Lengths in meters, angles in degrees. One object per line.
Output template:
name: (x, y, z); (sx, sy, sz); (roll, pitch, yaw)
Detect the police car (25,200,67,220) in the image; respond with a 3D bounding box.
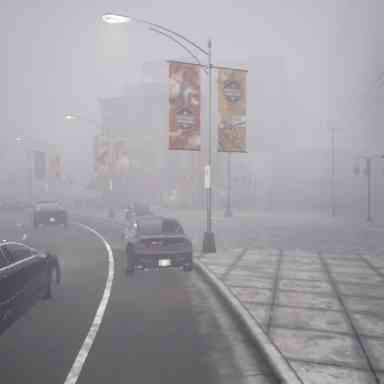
police car: (-9.463, 1.414, 21.691); (1.930, 1.638, 5.238); (0, 0, -30)

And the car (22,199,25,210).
car: (-15.682, 1.577, 34.738); (1.895, 1.301, 4.718); (0, 0, -43)

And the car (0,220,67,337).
car: (-3.633, 1.488, 5.399); (2.128, 1.511, 4.902); (0, 0, -6)

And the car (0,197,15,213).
car: (-20.934, 1.328, 34.876); (4.553, 1.767, 2.097); (0, 0, 40)

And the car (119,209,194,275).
car: (-1.251, 1.503, 10.602); (1.837, 1.490, 4.892); (0, 0, -14)
